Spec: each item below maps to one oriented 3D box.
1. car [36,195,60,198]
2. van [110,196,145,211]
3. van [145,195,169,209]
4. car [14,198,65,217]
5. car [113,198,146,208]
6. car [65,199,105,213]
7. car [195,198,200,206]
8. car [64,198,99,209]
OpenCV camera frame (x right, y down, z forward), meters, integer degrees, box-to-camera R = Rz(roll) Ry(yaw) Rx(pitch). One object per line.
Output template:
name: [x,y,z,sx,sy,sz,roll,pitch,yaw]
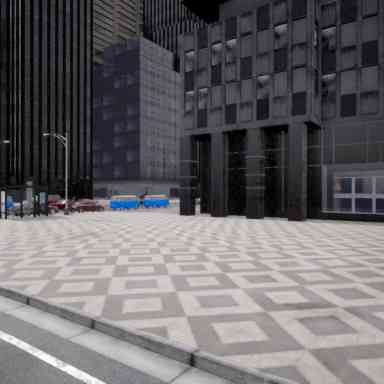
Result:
car: [-18.256,1.285,40.517,2.192,1.841,5.009,0,0,35]
van: [-8.017,1.332,40.197,1.690,1.788,3.998,0,0,35]
van: [-4.724,1.330,44.821,1.690,1.788,3.998,0,0,35]
car: [-14.606,1.549,30.948,2.008,1.369,4.403,0,0,35]
car: [-9.088,1.573,48.783,1.895,1.301,4.718,0,0,36]
car: [-11.312,1.576,35.573,1.802,1.307,4.206,0,0,35]
car: [1.864,1.569,54.069,1.802,1.307,4.206,0,0,35]
car: [-14.962,1.549,45.142,1.802,1.307,4.206,0,0,35]
